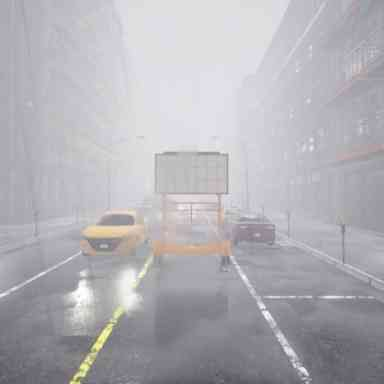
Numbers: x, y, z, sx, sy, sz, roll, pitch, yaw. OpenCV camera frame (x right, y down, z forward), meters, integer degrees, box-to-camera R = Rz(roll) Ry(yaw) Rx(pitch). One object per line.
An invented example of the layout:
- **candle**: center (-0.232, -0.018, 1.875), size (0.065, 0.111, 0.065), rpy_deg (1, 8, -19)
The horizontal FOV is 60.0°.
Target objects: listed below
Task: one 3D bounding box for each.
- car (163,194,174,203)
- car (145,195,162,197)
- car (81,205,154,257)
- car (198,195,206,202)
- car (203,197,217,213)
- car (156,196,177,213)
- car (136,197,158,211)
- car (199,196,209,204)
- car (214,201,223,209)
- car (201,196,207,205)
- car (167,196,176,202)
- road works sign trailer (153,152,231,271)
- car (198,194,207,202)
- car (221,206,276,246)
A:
- **car**: center (-5.299, 1.520, 76.211), size (2.192, 1.841, 5.009), rpy_deg (1, 0, 0)
- **car**: center (-5.294, 1.395, 43.030), size (2.192, 1.841, 5.009), rpy_deg (2, 0, 0)
- **car**: center (-2.852, 1.491, 13.271), size (1.882, 1.535, 5.008), rpy_deg (0, 0, 0)
- **car**: center (2.578, 1.679, 59.560), size (1.887, 1.381, 4.507), rpy_deg (1, 0, 0)
- **car**: center (2.581, 1.610, 37.436), size (1.887, 1.381, 4.507), rpy_deg (1, 0, 0)
- **car**: center (-2.753, 1.545, 38.547), size (1.882, 1.535, 5.008), rpy_deg (0, 0, 0)
- **car**: center (-5.299, 1.590, 37.328), size (1.752, 1.417, 4.829), rpy_deg (2, 0, 0)
- **car**: center (2.587, 1.620, 70.622), size (1.967, 1.590, 4.097), rpy_deg (1, 0, 0)
- **car**: center (2.584, 1.552, 21.016), size (1.752, 1.417, 4.829), rpy_deg (1, 0, 0)
- **car**: center (2.580, 1.631, 42.968), size (2.008, 1.369, 4.403), rpy_deg (1, 0, 0)
- **car**: center (-5.307, 1.824, 87.273), size (1.947, 1.339, 4.313), rpy_deg (1, 0, 0)
- **road works sign trailer**: center (-0.013, 0.475, 10.984), size (2.380, 3.560, 2.880), rpy_deg (0, 0, 0)
- **car**: center (2.546, 1.545, 81.684), size (2.192, 1.841, 5.009), rpy_deg (1, 0, 0)
- **car**: center (2.584, 1.562, 15.314), size (1.887, 1.381, 4.507), rpy_deg (1, 0, 0)
